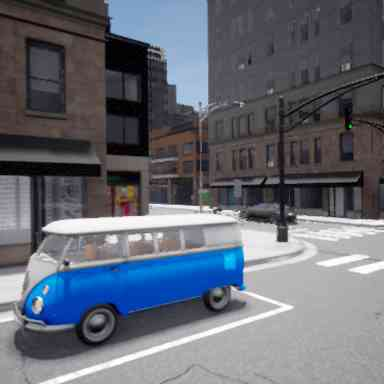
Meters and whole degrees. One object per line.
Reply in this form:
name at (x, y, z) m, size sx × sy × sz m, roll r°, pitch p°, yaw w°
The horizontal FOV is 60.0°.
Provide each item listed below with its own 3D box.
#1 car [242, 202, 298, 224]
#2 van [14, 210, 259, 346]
car at (5.311, 1.397, 23.480) m, size 1.994 × 1.385 × 4.181 m, roll -1°, pitch 1°, yaw -35°
van at (-0.852, 1.335, 6.055) m, size 3.998 × 1.788 × 1.690 m, roll 0°, pitch -1°, yaw -35°
